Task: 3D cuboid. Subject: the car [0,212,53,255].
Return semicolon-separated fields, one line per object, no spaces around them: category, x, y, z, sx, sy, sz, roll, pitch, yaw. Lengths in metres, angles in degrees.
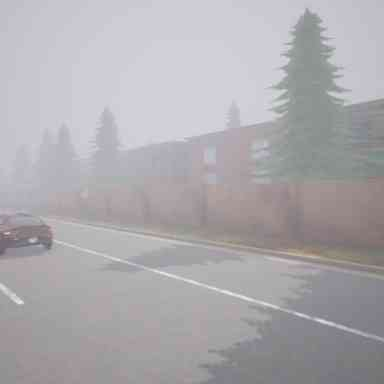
car;-7.125;1.532;13.495;1.812;1.442;4.674;-1;1;-41
